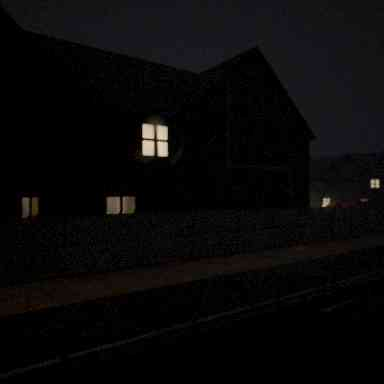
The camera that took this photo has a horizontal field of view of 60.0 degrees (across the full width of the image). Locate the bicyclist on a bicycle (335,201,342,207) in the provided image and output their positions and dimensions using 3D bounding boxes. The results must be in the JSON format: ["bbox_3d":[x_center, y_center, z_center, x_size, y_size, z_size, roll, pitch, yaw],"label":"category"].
[{"bbox_3d":[15.610,1.787,35.411,1.656,1.620,0.582,-1,0,-36],"label":"bicyclist on a bicycle"}]
